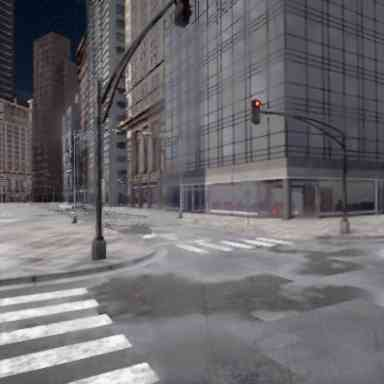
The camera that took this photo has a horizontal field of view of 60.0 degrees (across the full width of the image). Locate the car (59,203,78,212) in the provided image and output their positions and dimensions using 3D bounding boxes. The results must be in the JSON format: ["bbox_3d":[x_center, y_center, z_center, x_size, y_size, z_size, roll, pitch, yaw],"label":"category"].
[{"bbox_3d":[-19.437,2.368,51.506,1.812,1.442,4.674,0,-1,-29],"label":"car"}]

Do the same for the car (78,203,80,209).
[{"bbox_3d":[-19.603,2.529,58.088,1.895,1.301,4.718,0,-1,-29],"label":"car"}]

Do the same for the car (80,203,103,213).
[{"bbox_3d":[-14.585,2.302,48.922,2.033,1.411,5.357,0,-1,-28],"label":"car"}]
